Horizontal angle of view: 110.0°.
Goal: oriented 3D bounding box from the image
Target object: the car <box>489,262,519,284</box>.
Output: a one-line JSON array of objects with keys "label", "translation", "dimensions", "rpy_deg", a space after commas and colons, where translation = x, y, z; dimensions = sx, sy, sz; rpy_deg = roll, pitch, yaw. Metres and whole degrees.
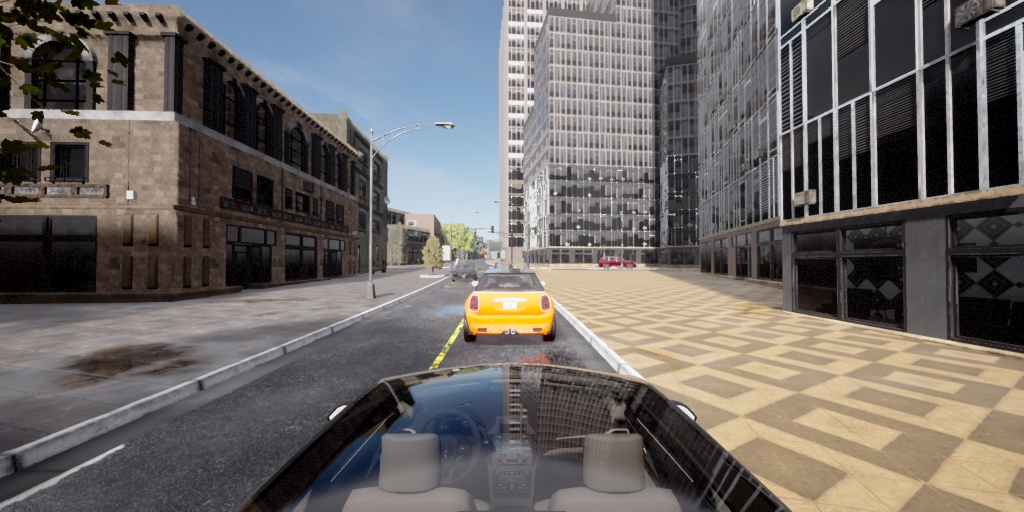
[{"label": "car", "translation": [-0.707, 1.248, 27.985], "dimensions": [2.128, 1.511, 4.902], "rpy_deg": [0, 0, -3]}]

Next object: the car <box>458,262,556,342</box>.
[{"label": "car", "translation": [-0.085, 1.104, 9.962], "dimensions": [2.097, 1.767, 4.553], "rpy_deg": [0, 0, -1]}]

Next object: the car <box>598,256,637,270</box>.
[{"label": "car", "translation": [14.171, 0.952, 48.440], "dimensions": [5.009, 1.841, 2.192], "rpy_deg": [0, 0, 15]}]

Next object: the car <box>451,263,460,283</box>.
[{"label": "car", "translation": [-3.639, 1.259, 28.279], "dimensions": [1.837, 1.490, 4.892], "rpy_deg": [0, 0, -3]}]
